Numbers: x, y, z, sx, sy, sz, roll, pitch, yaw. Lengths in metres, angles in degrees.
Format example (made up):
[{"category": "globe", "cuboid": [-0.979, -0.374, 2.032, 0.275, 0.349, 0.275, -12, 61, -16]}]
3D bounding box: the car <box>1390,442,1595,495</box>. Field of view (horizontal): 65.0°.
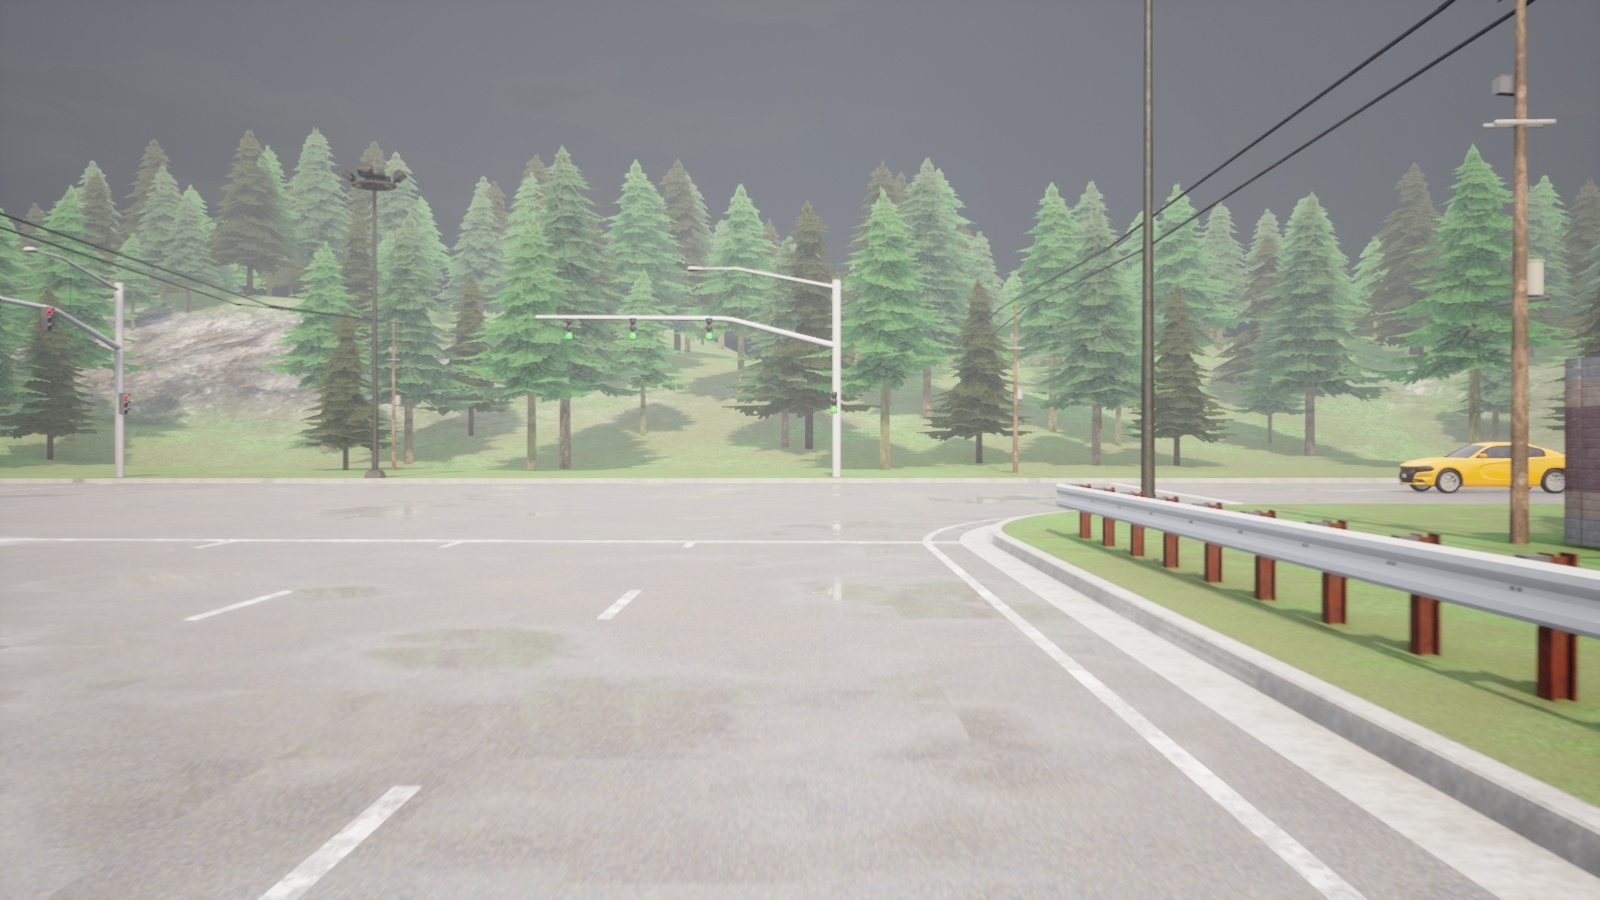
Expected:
[{"category": "car", "cuboid": [20.451, 0.531, 37.227, 5.008, 1.535, 1.882, 0, 0, 1]}]
